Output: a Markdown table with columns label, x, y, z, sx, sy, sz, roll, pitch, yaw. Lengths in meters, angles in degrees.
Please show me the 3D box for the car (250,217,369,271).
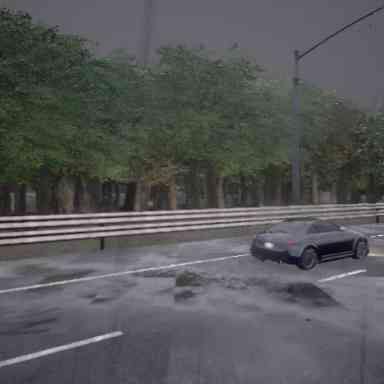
| label | x | y | z | sx | sy | sz | roll | pitch | yaw |
| --- | --- | --- | --- | --- | --- | --- | --- | --- | --- |
| car | 3.908 | 1.528 | 10.867 | 4.181 | 1.385 | 1.994 | 0 | 0 | -34 |
